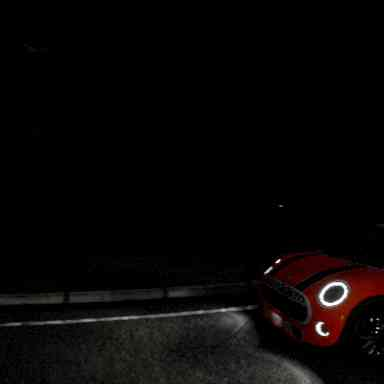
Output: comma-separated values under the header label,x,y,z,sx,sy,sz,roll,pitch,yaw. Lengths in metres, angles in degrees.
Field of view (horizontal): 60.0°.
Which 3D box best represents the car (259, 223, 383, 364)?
label,x,y,z,sx,sy,sz,roll,pitch,yaw
car,3.459,1.340,5.647,4.553,1.767,2.097,0,0,-15
